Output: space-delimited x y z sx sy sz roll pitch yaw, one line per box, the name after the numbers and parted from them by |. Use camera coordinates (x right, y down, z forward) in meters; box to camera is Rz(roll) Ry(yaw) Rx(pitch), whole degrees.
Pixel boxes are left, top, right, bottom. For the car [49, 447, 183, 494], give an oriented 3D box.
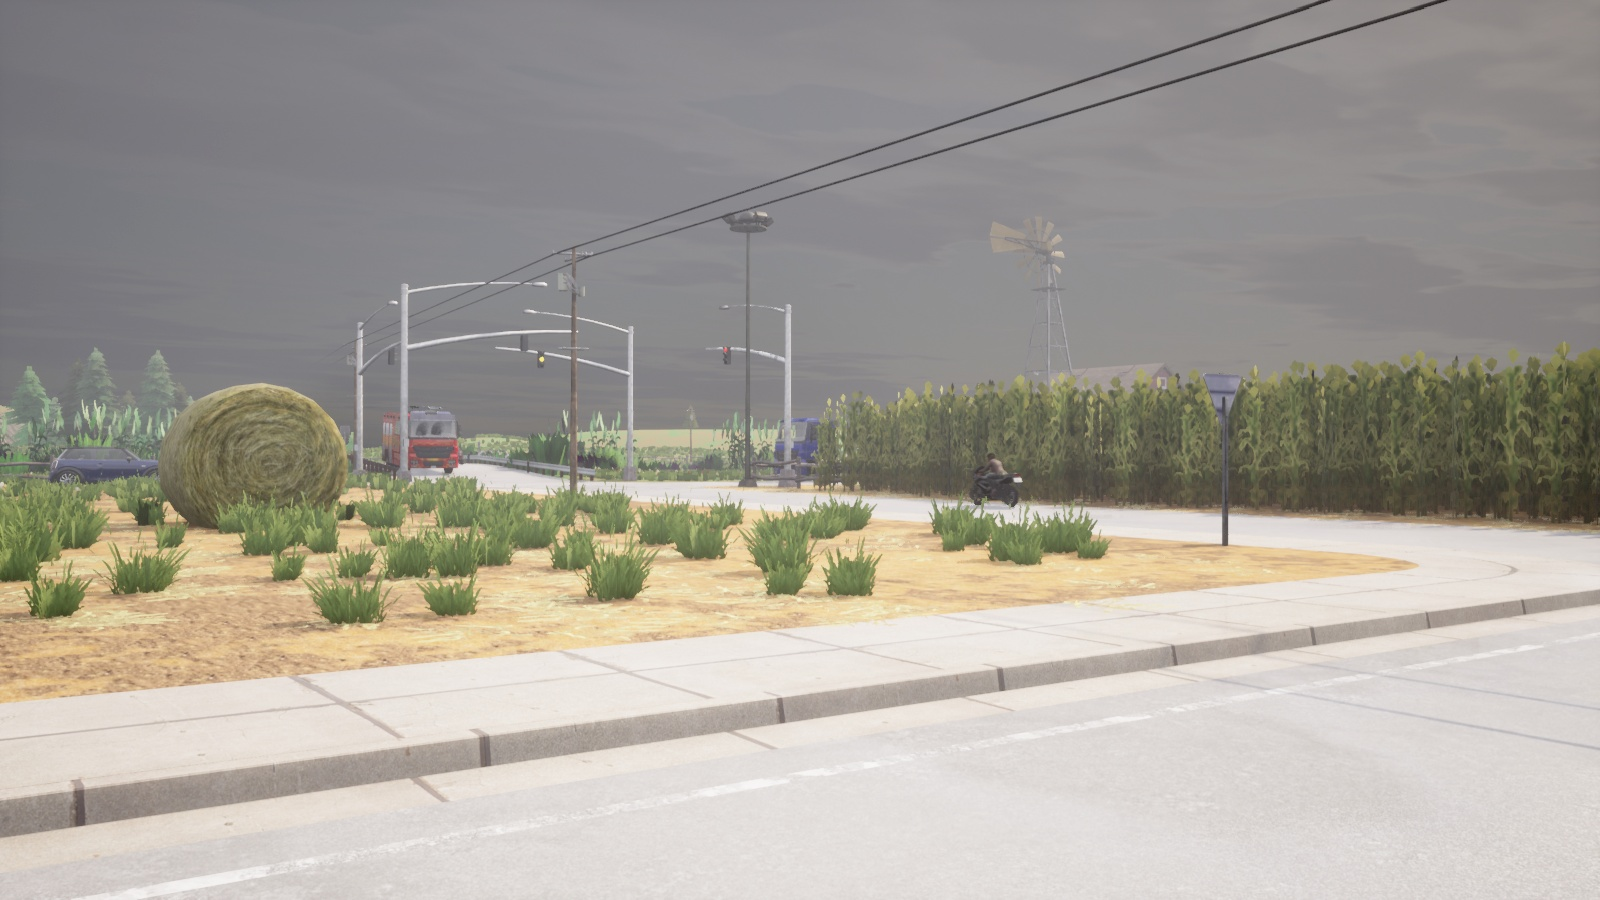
-26.926 0.773 49.439 4.553 1.767 2.097 0 0 -31 | car

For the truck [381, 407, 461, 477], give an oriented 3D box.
-22.412 -0.570 73.935 2.891 3.827 8.468 0 2 -28 | truck

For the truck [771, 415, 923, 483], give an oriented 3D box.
2.576 -0.054 67.426 7.936 3.462 2.891 0 0 -34 | truck

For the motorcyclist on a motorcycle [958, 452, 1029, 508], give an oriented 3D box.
5.455 0.827 35.456 0.797 1.523 2.044 0 0 -34 | motorcyclist on a motorcycle
